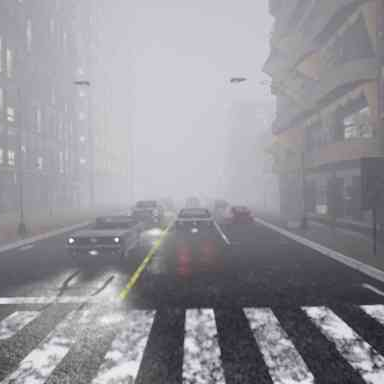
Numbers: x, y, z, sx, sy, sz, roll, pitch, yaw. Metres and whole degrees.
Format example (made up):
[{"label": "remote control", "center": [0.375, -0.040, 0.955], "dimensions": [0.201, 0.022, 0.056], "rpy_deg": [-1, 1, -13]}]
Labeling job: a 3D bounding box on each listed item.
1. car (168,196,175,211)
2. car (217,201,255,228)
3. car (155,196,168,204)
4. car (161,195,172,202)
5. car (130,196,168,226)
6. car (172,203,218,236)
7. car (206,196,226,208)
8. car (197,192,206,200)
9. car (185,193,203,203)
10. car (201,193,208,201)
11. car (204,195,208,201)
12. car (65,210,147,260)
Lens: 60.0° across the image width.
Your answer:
[{"label": "car", "center": [-3.000, 1.417, 38.862], "dimensions": [2.128, 1.511, 4.902], "rpy_deg": [-1, 0, 0]}, {"label": "car", "center": [2.770, 1.438, 20.380], "dimensions": [1.802, 1.307, 4.206], "rpy_deg": [-1, 0, 0]}, {"label": "car", "center": [-5.566, 1.477, 61.559], "dimensions": [2.008, 1.369, 4.403], "rpy_deg": [-1, 0, 0]}, {"label": "car", "center": [-5.541, 1.449, 72.856], "dimensions": [1.887, 1.381, 4.507], "rpy_deg": [-1, 0, 0]}, {"label": "car", "center": [-3.065, 1.318, 22.742], "dimensions": [2.097, 1.767, 4.553], "rpy_deg": [-1, 0, 0]}, {"label": "car", "center": [0.125, 1.515, 17.972], "dimensions": [1.895, 1.301, 4.718], "rpy_deg": [-1, 0, 0]}, {"label": "car", "center": [2.748, 1.376, 33.297], "dimensions": [2.008, 1.369, 4.403], "rpy_deg": [-1, 0, 0]}, {"label": "car", "center": [2.574, 0.942, 90.523], "dimensions": [2.150, 2.045, 5.566], "rpy_deg": [-1, 0, 0]}, {"label": "car", "center": [0.098, 1.329, 44.489], "dimensions": [1.882, 1.535, 5.008], "rpy_deg": [-1, 0, 1]}, {"label": "car", "center": [2.826, 1.332, 67.188], "dimensions": [1.802, 1.307, 4.206], "rpy_deg": [-1, 0, 0]}, {"label": "car", "center": [2.762, 1.363, 38.945], "dimensions": [2.008, 1.369, 4.403], "rpy_deg": [-1, 0, 0]}, {"label": "car", "center": [-3.088, 1.591, 12.638], "dimensions": [1.895, 1.301, 4.718], "rpy_deg": [-1, 0, 0]}]
